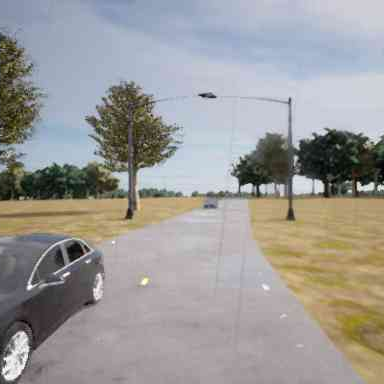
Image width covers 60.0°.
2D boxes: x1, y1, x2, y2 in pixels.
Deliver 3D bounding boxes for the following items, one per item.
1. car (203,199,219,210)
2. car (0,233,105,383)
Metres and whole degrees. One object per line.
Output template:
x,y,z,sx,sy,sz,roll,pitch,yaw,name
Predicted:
2.734,1.636,46.711,2.033,1.411,5.357,0,0,10,car
-2.863,1.513,5.394,1.837,1.490,4.892,1,0,3,car
